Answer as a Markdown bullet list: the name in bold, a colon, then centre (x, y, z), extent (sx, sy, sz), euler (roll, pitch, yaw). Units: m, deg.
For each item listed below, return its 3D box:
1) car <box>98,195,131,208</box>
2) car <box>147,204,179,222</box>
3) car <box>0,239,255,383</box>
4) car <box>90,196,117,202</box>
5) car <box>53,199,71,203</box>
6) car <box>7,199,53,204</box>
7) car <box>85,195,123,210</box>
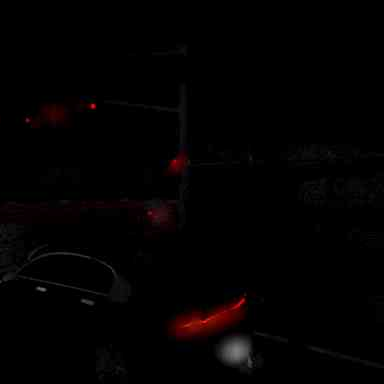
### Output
- **car**: centre (-11.379, 1.336, 48.905), extent (2.097, 1.767, 4.553), euler (0, 0, 34)
- **car**: centre (-1.256, 1.594, 26.209), extent (1.895, 1.301, 4.718), euler (0, 0, 35)
- **car**: centre (-1.457, 1.503, 5.106), extent (4.892, 1.490, 1.837), euler (0, 0, 36)
- **car**: centre (-10.346, 1.492, 37.970), extent (1.837, 1.490, 4.892), euler (0, 0, 34)
- **car**: centre (-15.976, 1.586, 35.839), extent (1.895, 1.301, 4.718), euler (0, 0, 34)
- **car**: centre (-15.614, 1.464, 30.088), extent (1.882, 1.535, 5.008), euler (0, 0, 34)
- **car**: centre (-11.262, 1.337, 42.877), extent (2.097, 1.767, 4.553), euler (0, 0, 34)
